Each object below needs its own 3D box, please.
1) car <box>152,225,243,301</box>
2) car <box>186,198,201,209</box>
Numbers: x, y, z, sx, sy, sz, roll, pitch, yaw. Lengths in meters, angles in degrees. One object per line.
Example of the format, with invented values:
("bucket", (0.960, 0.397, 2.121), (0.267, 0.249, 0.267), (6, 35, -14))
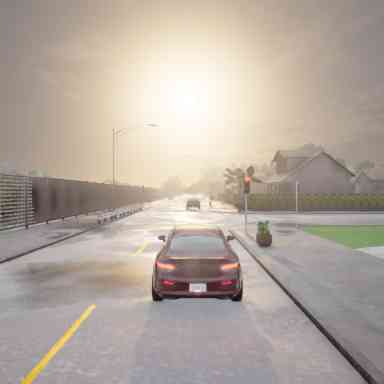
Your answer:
("car", (0.109, 1.526, 8.177), (1.812, 1.442, 4.674), (0, 0, 0))
("car", (0.186, 1.505, 44.120), (1.837, 1.490, 4.892), (0, 0, 0))
